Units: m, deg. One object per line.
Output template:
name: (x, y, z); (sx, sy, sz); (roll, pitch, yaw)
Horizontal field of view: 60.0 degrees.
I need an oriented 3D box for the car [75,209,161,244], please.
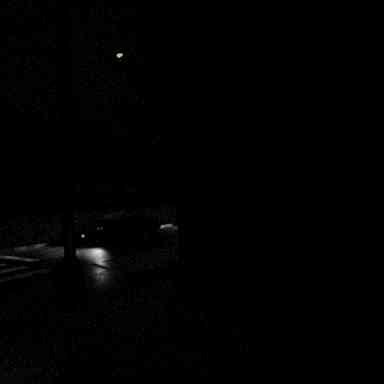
car: (-3.422, 1.576, 16.276); (1.812, 1.442, 4.674); (-4, -1, 34)
